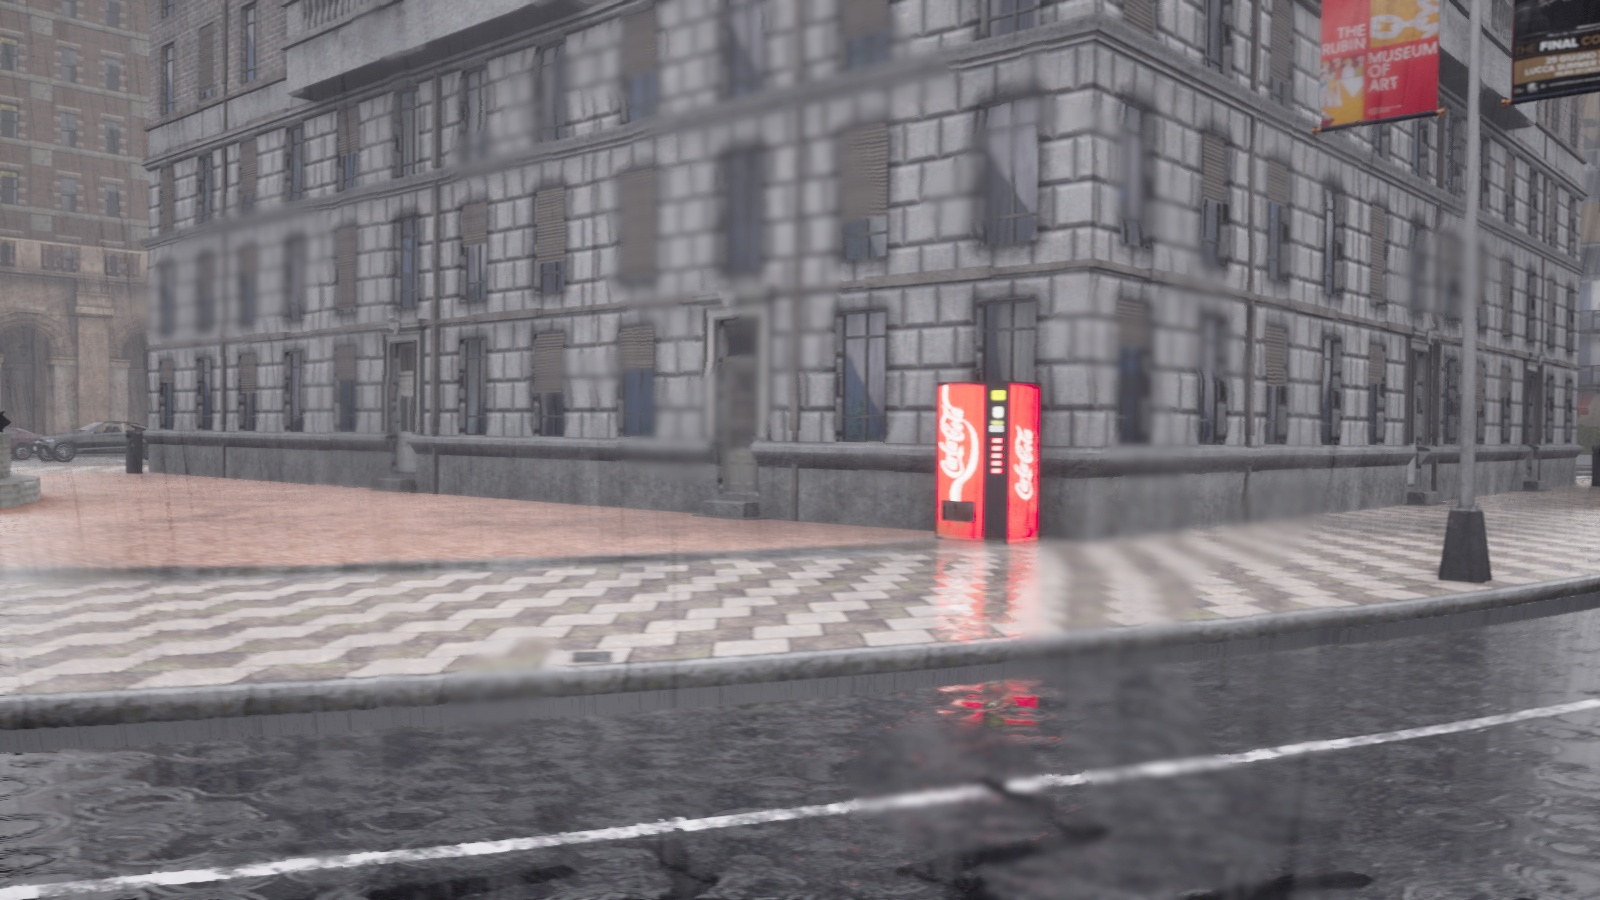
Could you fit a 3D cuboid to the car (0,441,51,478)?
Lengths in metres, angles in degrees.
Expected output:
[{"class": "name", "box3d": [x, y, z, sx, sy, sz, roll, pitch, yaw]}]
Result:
[{"class": "car", "box3d": [-33.362, 0.409, 51.035, 1.812, 1.442, 4.674, 0, 1, 42]}]

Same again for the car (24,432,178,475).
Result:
[{"class": "car", "box3d": [-28.446, 0.104, 51.246, 2.152, 1.651, 5.027, 0, 1, 42]}]
